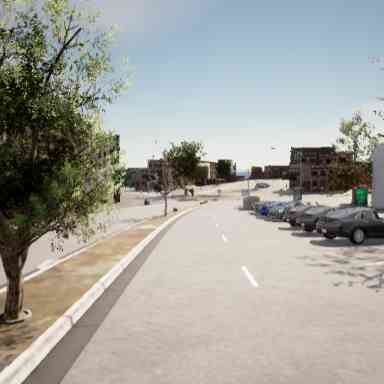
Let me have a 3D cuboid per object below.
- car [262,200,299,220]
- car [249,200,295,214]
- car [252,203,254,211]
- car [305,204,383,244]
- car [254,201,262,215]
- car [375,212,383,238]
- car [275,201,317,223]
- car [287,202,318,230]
[{"bbox_3d":[8.525,1.480,27.209,4.553,1.767,2.185,1,0,-17],"label":"car"},{"bbox_3d":[9.343,1.763,38.995,4.792,1.488,2.163,1,-1,-15],"label":"car"},{"bbox_3d":[8.849,1.706,33.091,4.674,1.452,2.002,1,0,-15],"label":"car"},{"bbox_3d":[8.103,1.501,15.388,4.892,1.521,2.231,1,-1,-19],"label":"car"},{"bbox_3d":[8.650,1.634,30.149,5.008,1.535,2.097,1,-1,-16],"label":"car"},{"bbox_3d":[8.076,1.459,9.475,5.008,1.535,2.097,1,0,-20],"label":"car"},{"bbox_3d":[8.239,1.550,21.302,4.892,1.521,2.231,1,-1,-18],"label":"car"},{"bbox_3d":[8.158,1.524,18.347,4.892,1.521,2.231,1,-1,-18],"label":"car"}]
